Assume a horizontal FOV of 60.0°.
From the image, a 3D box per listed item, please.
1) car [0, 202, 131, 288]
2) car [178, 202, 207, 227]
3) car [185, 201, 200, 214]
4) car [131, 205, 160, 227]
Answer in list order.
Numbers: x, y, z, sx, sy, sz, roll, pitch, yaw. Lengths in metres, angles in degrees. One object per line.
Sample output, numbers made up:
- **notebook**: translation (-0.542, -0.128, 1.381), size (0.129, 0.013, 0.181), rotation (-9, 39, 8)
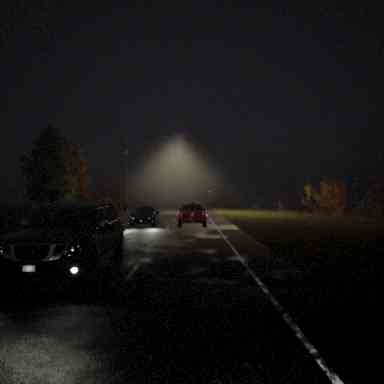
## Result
- **car**: translation (-3.506, 1.339, 9.928), size (2.150, 2.045, 5.566), rotation (0, -1, 0)
- **car**: translation (0.033, 1.650, 25.813), size (2.097, 1.767, 4.553), rotation (0, -1, 0)
- **car**: translation (0.083, 2.018, 43.273), size (1.837, 1.490, 4.892), rotation (0, 0, 0)
- **car**: translation (-3.513, 1.801, 25.421), size (1.837, 1.490, 4.892), rotation (0, -1, 0)
